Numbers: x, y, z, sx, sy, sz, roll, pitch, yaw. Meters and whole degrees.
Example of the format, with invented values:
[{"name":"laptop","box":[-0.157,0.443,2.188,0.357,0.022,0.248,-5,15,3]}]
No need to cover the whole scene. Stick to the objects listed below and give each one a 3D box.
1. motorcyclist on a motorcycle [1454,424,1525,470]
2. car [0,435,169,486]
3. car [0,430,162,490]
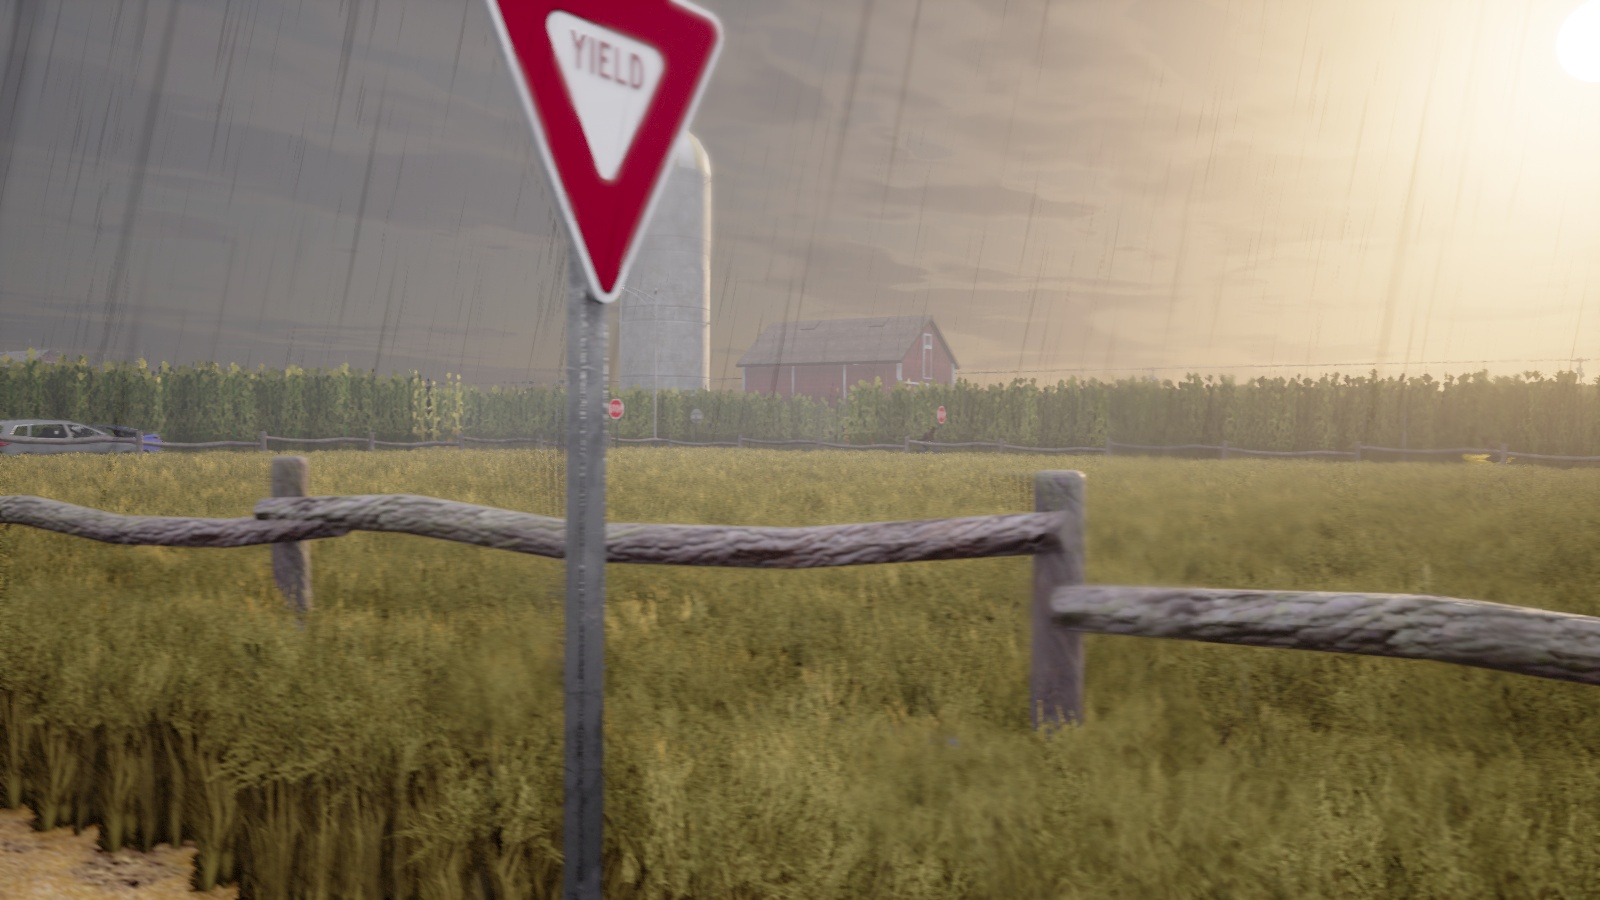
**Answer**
[{"name":"motorcyclist on a motorcycle","box":[23.446,-0.106,42.704,2.044,1.523,0.797,0,1,34]},{"name":"car","box":[-23.317,0.312,40.932,2.007,1.525,4.514,0,1,34]},{"name":"car","box":[-21.911,0.249,37.460,2.242,1.667,4.611,0,1,34]}]
